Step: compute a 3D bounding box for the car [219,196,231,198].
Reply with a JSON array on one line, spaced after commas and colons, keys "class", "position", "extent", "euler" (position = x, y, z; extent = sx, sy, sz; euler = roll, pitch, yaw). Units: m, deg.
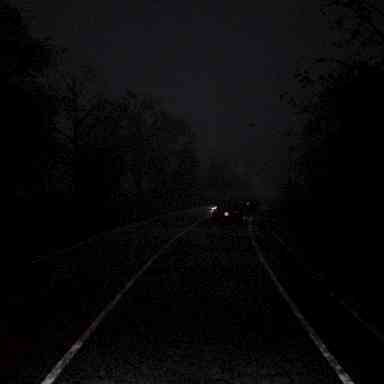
[{"class": "car", "position": [4.278, 1.244, 44.164], "extent": [1.895, 1.301, 4.718], "euler": [2, 1, 19]}]

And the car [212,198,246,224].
[{"class": "car", "position": [2.615, 1.402, 23.756], "extent": [1.994, 1.385, 4.181], "euler": [1, 1, 10]}]

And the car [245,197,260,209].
[{"class": "car", "position": [7.238, 1.328, 41.191], "extent": [1.994, 1.385, 4.181], "euler": [2, 1, 18]}]
